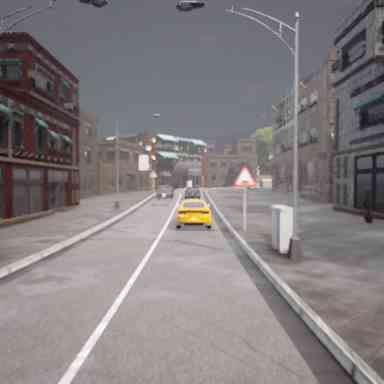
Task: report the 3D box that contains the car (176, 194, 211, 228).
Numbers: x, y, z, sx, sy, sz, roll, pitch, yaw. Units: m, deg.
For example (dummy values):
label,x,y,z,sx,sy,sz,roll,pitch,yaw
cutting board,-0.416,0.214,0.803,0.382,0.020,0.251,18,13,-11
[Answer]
label,x,y,z,sx,sy,sz,roll,pitch,yaw
car,0.094,1.153,19.783,1.882,1.535,5.008,0,2,0

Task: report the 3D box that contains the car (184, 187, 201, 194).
label,x,y,z,sx,sy,sz,roll,pitch,yaw
car,0.078,0.114,38.529,2.033,1.411,5.357,0,4,0

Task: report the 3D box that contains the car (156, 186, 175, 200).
label,x,y,z,sx,sy,sz,roll,pitch,yaw
car,-3.066,0.024,39.018,2.128,1.511,4.902,0,4,1
